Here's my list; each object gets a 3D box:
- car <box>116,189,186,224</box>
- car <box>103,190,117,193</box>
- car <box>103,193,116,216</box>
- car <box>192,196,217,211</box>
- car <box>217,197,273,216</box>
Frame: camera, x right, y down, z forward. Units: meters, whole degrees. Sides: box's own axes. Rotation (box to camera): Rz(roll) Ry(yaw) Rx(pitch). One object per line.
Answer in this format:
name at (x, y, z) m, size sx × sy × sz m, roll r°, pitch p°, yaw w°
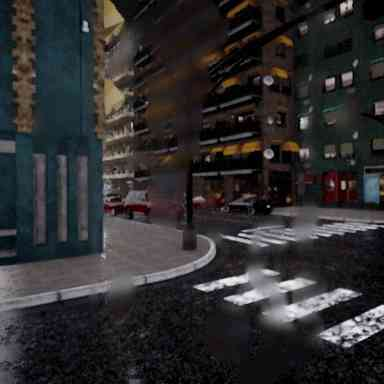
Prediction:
car at (-2.513, 0.866, 20.807) m, size 2.192 × 1.841 × 5.009 m, roll 0°, pitch 1°, yaw -36°
car at (-7.753, 0.853, 32.456) m, size 1.837 × 1.490 × 4.892 m, roll -1°, pitch 1°, yaw -36°
car at (-5.781, 1.015, 25.323) m, size 1.887 × 1.381 × 4.507 m, roll 0°, pitch 1°, yaw -36°
car at (1.034, 0.980, 30.201) m, size 1.802 × 1.307 × 4.206 m, roll 0°, pitch 1°, yaw -36°
car at (4.298, 1.045, 25.686) m, size 1.947 × 1.339 × 4.313 m, roll 0°, pitch 1°, yaw -36°
